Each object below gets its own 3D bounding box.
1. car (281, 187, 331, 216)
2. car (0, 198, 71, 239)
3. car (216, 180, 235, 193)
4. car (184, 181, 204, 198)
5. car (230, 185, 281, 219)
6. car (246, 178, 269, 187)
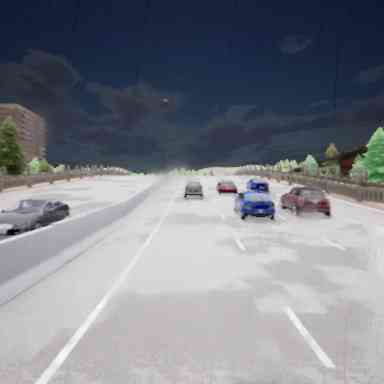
[{"bbox_3d":[7.188,0.437,21.517,2.097,1.767,4.553,0,5,0],"label":"car"},{"bbox_3d":[-6.993,1.072,14.765,2.128,1.511,4.902,0,3,1],"label":"car"},{"bbox_3d":[3.724,-0.666,36.163,1.994,1.385,4.181,0,5,1],"label":"car"},{"bbox_3d":[0.170,-0.309,32.039,2.033,1.411,5.357,0,5,1],"label":"car"},{"bbox_3d":[3.682,0.669,20.257,1.882,1.535,5.008,0,5,0],"label":"car"},{"bbox_3d":[7.233,-0.834,37.031,1.882,1.535,5.008,0,5,1],"label":"car"}]
